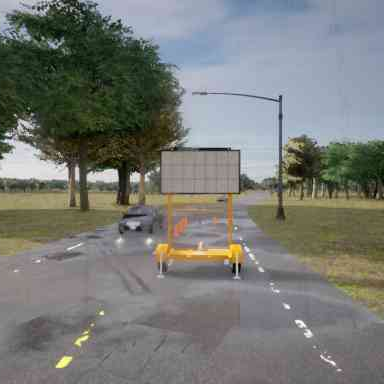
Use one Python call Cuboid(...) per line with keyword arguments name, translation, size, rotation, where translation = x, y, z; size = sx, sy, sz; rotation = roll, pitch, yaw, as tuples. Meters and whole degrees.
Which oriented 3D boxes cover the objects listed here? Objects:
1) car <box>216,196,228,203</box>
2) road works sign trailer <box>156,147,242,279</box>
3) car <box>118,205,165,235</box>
Cuboid(name="car", translation=(6.301, 1.605, 69.719), size=(1.994, 1.385, 4.181), rotation=(0, 0, 16))
Cuboid(name="road works sign trailer", translation=(0.248, 0.466, 10.076), size=(2.380, 3.560, 2.880), rotation=(0, 0, 3))
Cuboid(name="car", translation=(-2.732, 1.496, 18.911), size=(2.128, 1.511, 4.902), rotation=(0, 0, 5))
